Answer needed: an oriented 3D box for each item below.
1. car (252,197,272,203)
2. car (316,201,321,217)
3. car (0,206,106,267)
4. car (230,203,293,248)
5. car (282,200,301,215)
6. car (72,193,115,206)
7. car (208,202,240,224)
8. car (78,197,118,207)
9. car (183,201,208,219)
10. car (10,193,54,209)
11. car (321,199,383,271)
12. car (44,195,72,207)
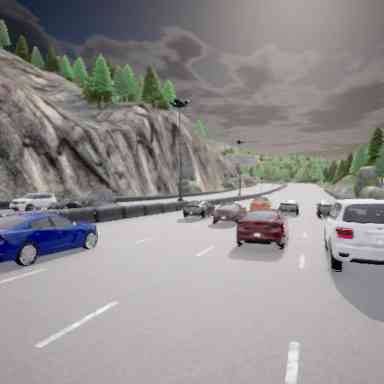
[{"bbox_3d":[8.390,1.361,39.889,2.097,1.767,4.553,0,0,19],"label":"car"},{"bbox_3d":[12.720,1.519,31.115,2.128,1.511,4.902,0,0,19],"label":"car"},{"bbox_3d":[-5.295,1.460,11.594,1.882,1.535,5.008,0,0,19],"label":"car"},{"bbox_3d":[3.306,1.483,14.938,1.882,1.535,5.008,0,0,19],"label":"car"},{"bbox_3d":[9.994,1.511,33.911,2.128,1.511,4.902,0,0,19],"label":"car"},{"bbox_3d":[-10.820,1.185,38.414,2.150,2.045,5.566,0,0,20],"label":"car"},{"bbox_3d":[2.854,1.528,24.201,1.812,1.442,4.674,0,0,19],"label":"car"},{"bbox_3d":[-8.964,1.532,33.263,1.994,1.385,4.181,0,0,20],"label":"car"},{"bbox_3d":[0.755,1.487,28.758,2.128,1.511,4.902,0,0,19],"label":"car"},{"bbox_3d":[-18.215,1.165,38.561,2.150,2.045,5.566,0,0,20],"label":"car"},{"bbox_3d":[5.535,1.234,10.732,2.150,2.045,5.566,0,0,19],"label":"car"},{"bbox_3d":[-14.398,1.458,38.823,1.837,1.490,4.892,0,0,20],"label":"car"}]
